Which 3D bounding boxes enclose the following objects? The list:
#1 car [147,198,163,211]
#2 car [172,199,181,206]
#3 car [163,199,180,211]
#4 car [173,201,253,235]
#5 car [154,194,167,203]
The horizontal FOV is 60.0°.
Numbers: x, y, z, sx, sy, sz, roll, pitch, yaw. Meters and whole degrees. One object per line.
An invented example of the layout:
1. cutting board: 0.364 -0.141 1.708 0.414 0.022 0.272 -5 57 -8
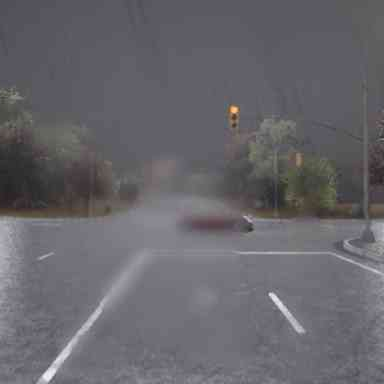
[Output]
1. car: -7.054 2.442 61.219 2.097 1.767 4.553 0 0 0
2. car: -3.514 2.360 76.568 1.812 1.442 4.674 0 1 0
3. car: -3.551 2.638 61.095 2.033 1.411 5.357 0 0 1
4. car: 1.379 1.608 20.124 4.553 1.767 2.097 0 -2 2
5. car: -7.014 2.060 76.588 2.150 2.045 5.566 0 1 0
